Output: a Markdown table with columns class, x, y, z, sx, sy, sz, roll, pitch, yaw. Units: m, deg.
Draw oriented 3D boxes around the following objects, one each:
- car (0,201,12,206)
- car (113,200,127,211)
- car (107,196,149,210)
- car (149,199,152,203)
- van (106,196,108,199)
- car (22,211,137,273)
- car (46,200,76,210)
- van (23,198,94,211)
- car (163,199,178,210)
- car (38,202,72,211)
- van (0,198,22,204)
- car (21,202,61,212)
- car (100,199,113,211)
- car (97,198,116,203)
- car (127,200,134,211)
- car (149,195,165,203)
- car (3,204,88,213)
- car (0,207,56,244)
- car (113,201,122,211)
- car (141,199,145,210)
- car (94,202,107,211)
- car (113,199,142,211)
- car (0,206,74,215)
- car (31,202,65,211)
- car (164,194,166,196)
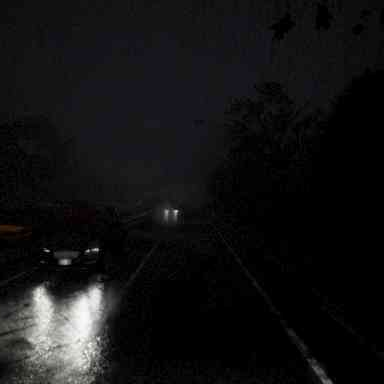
| class | x | y | z | sx | sy | sz | roll | pitch | yaw |
| --- | --- | --- | --- | --- | --- | --- | --- | --- | --- |
| car | -23.350 | 2.001 | 37.099 | 4.792 | 1.488 | 2.163 | 0 | -1 | 0 |
| car | -10.427 | 1.971 | 37.158 | 5.366 | 1.575 | 1.946 | 0 | -1 | 0 |
| car | -10.246 | 2.070 | 53.814 | 5.566 | 2.045 | 2.435 | 0 | -1 | 0 |
| car | -10.180 | 2.469 | 59.359 | 4.792 | 1.488 | 2.163 | 0 | -1 | 0 |
| van | -23.383 | 2.062 | 89.129 | 4.442 | 1.987 | 1.878 | 1 | -1 | 0 |
| car | -3.353 | 1.614 | 11.232 | 2.128 | 1.511 | 4.902 | 0 | -1 | 0 |
| car | -23.321 | 2.310 | 59.257 | 4.553 | 1.767 | 2.185 | 0 | -1 | 0 |
| van | -10.374 | 1.587 | 26.065 | 4.442 | 1.987 | 1.878 | 0 | -1 | 0 |
| car | -3.394 | 2.338 | 56.973 | 1.837 | 1.490 | 4.892 | 0 | -1 | 0 |
| car | -23.264 | 2.408 | 56.609 | 4.792 | 1.488 | 2.163 | 0 | -1 | 0 |
| van | -23.434 | 1.798 | 39.875 | 4.442 | 1.987 | 1.878 | 0 | -1 | 0 |
| car | -23.116 | 2.258 | 51.070 | 5.366 | 1.575 | 1.946 | 0 | -1 | 0 |
| car | -10.281 | 1.760 | 31.613 | 4.553 | 1.767 | 2.185 | 0 | -1 | 0 |
| car | -23.506 | 2.363 | 91.799 | 4.674 | 1.452 | 2.002 | 0 | -1 | 0 |
| car | -10.052 | 2.022 | 39.810 | 5.366 | 1.575 | 1.946 | 0 | -1 | 0 |
| car | -10.401 | 2.319 | 89.179 | 4.792 | 1.488 | 2.163 | 0 | -1 | 0 |
| car | -10.233 | 1.807 | 23.286 | 4.792 | 1.488 | 2.163 | 0 | -1 | 0 |
| car | -10.241 | 1.737 | 17.734 | 4.792 | 1.488 | 2.163 | 0 | -1 | 0 |
| car | -10.240 | 1.928 | 34.391 | 4.892 | 1.521 | 2.231 | 0 | -1 | 0 |
| car | -10.407 | 2.259 | 51.033 | 5.366 | 1.575 | 1.946 | 0 | -1 | 0 |
| car | -10.283 | 1.878 | 28.838 | 4.792 | 1.488 | 2.163 | 0 | -1 | 0 |
| car | -10.044 | 2.140 | 45.482 | 5.366 | 1.575 | 1.946 | 0 | -1 | 0 |
| car | -10.236 | 1.772 | 20.510 | 4.792 | 1.488 | 2.163 | 0 | -1 | 0 |
| car | -23.294 | 2.360 | 53.839 | 4.674 | 1.452 | 2.002 | 0 | -1 | 0 |
| car | -10.448 | 2.240 | 94.750 | 4.553 | 1.767 | 2.185 | 0 | -1 | 0 |
